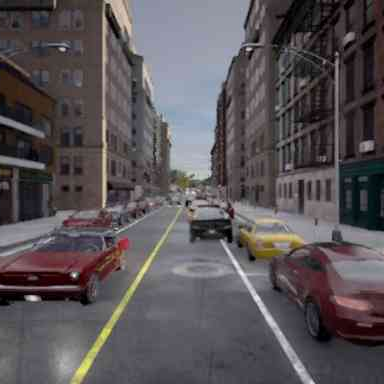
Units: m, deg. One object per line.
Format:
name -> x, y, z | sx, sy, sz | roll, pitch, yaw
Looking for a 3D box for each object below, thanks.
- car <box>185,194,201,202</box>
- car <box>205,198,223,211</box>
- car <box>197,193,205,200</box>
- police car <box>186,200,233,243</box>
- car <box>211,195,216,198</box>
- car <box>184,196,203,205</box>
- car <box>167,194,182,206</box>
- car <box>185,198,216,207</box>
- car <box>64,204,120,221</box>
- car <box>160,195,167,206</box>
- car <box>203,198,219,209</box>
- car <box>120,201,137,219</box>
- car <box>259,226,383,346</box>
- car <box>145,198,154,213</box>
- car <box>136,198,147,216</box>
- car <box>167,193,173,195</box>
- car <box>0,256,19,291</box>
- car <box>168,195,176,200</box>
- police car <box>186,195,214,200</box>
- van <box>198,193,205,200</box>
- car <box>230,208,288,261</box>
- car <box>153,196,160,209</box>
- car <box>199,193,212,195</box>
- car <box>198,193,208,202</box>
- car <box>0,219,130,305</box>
car -> -0.031, 1.446, 49.137 | 1.882, 1.535, 5.008 | 0, 0, 0
car -> 2.612, 1.519, 40.301 | 1.887, 1.381, 4.507 | 0, 0, 0
car -> 2.629, 1.247, 95.232 | 2.192, 1.841, 5.009 | 0, 0, 0
police car -> 0.815, 1.416, 16.184 | 1.930, 1.638, 5.238 | 0, 0, 0
car -> 2.616, 1.419, 34.618 | 1.967, 1.590, 4.097 | 0, 0, 0
car -> 0.305, 1.484, 59.526 | 1.812, 1.442, 4.674 | 0, 0, 23
car -> -2.786, 1.493, 54.920 | 1.812, 1.442, 4.674 | 0, 0, 0
car -> 0.702, 1.467, 26.103 | 1.882, 1.535, 5.008 | 0, 0, 2
car -> -5.399, 1.534, 17.566 | 1.887, 1.381, 4.507 | 0, 0, 0
car -> -5.420, 1.406, 51.659 | 1.967, 1.590, 4.097 | 0, 0, 0
car -> 2.609, 1.521, 45.983 | 2.008, 1.369, 4.403 | 0, 0, 0
car -> -5.402, 1.537, 23.248 | 2.008, 1.369, 4.403 | 0, 0, 0
car -> 2.633, 1.578, 6.207 | 1.802, 1.307, 4.206 | 0, 0, 0
car -> -5.409, 1.544, 34.613 | 1.947, 1.339, 4.313 | 0, 0, 0
car -> -5.406, 1.527, 28.931 | 1.887, 1.381, 4.507 | 0, 0, 0
car -> -5.471, 1.256, 84.219 | 2.192, 1.841, 5.009 | 0, 0, 0
car -> -5.392, 1.562, 6.201 | 1.947, 1.339, 4.313 | 0, 0, 0
car -> -5.472, 1.502, 89.722 | 1.947, 1.339, 4.313 | 0, 0, 0
police car -> 0.689, 1.405, 32.157 | 1.930, 1.638, 5.238 | 0, 0, -2
van -> 2.636, 1.278, 89.728 | 1.690, 1.788, 3.998 | 0, 0, 0
car -> 2.630, 1.518, 12.059 | 1.752, 1.417, 4.829 | 0, 0, 0
car -> -5.413, 1.414, 40.295 | 1.967, 1.590, 4.097 | 0, 0, 0
car -> 2.605, 1.281, 51.665 | 2.192, 1.841, 5.009 | 0, 0, 0
car -> 2.652, 1.260, 78.721 | 2.192, 1.841, 5.009 | 0, 0, 0
car -> -2.856, 1.596, 8.171 | 1.895, 1.301, 4.718 | 0, 0, 0
